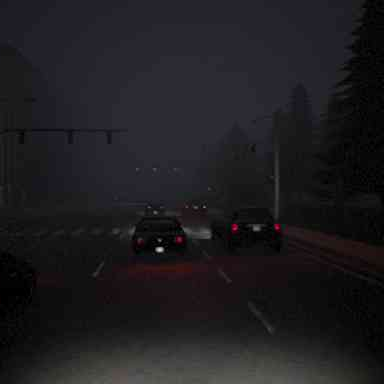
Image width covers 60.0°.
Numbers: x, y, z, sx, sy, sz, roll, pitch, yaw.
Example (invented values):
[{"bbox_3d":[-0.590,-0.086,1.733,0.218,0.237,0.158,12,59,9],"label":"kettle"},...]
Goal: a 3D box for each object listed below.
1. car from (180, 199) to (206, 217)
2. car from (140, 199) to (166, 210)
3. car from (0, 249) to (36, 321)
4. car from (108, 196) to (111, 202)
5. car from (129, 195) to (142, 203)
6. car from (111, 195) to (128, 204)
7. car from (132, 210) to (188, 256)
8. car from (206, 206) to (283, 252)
[{"bbox_3d":[0.096,1.386,31.026,2.097,1.767,4.553,0,0,-7],"label":"car"},{"bbox_3d":[-3.411,1.561,30.886,2.128,1.511,4.902,-1,0,-7],"label":"car"},{"bbox_3d":[-4.108,1.602,5.254,1.994,1.385,4.181,0,0,-5],"label":"car"},{"bbox_3d":[-20.147,1.766,85.153,2.033,1.411,5.357,0,0,-29],"label":"car"},{"bbox_3d":[-11.997,1.529,72.358,2.097,1.767,4.553,0,0,-7],"label":"car"},{"bbox_3d":[-15.270,1.553,70.432,2.097,1.767,4.553,0,0,-7],"label":"car"},{"bbox_3d":[-1.319,1.626,13.246,1.895,1.301,4.718,0,0,-6],"label":"car"},{"bbox_3d":[2.099,1.351,14.120,2.097,1.767,4.553,0,0,-7],"label":"car"}]
